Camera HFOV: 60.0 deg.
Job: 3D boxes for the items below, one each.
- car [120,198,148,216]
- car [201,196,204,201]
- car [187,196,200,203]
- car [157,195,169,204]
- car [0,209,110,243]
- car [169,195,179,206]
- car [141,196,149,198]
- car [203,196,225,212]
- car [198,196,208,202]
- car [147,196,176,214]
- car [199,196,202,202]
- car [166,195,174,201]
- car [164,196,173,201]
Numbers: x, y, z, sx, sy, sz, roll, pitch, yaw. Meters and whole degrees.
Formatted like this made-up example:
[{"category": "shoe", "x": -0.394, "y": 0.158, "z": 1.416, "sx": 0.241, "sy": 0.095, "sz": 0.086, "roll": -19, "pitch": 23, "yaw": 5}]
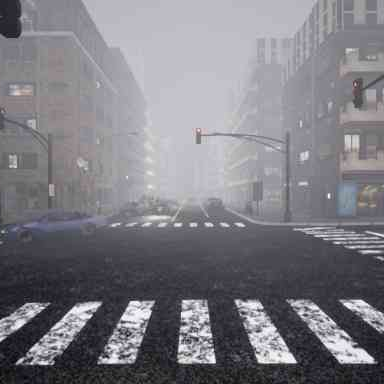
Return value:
[{"category": "car", "x": -5.739, "y": 1.572, "z": 32.221, "sx": 1.947, "sy": 1.339, "sz": 4.313, "roll": 0, "pitch": 0, "yaw": 0}, {"category": "car", "x": 2.623, "y": 1.451, "z": 43.601, "sx": 1.967, "sy": 1.590, "sz": 4.097, "roll": 0, "pitch": 0, "yaw": 0}, {"category": "car", "x": -0.036, "y": 1.529, "z": 70.228, "sx": 2.128, "sy": 1.511, "sz": 4.902, "roll": 0, "pitch": 0, "yaw": 0}, {"category": "car", "x": -5.793, "y": 1.465, "z": 66.316, "sx": 1.967, "sy": 1.590, "sz": 4.097, "roll": 0, "pitch": 0, "yaw": 0}, {"category": "car", "x": -7.010, "y": 1.631, "z": 17.171, "sx": 5.357, "sy": 1.411, "sz": 2.033, "roll": -2, "pitch": 1, "yaw": -40}, {"category": "car", "x": -3.165, "y": 1.617, "z": 53.979, "sx": 1.895, "sy": 1.301, "sz": 4.718, "roll": 0, "pitch": 0, "yaw": 0}, {"category": "car", "x": -5.748, "y": 1.534, "z": 37.734, "sx": 1.752, "sy": 1.417, "sz": 4.829, "roll": 0, "pitch": 0, "yaw": 0}, {"category": "car", "x": 2.632, "y": 1.448, "z": 37.919, "sx": 1.967, "sy": 1.590, "sz": 4.097, "roll": 0, "pitch": 0, "yaw": 0}, {"category": "car", "x": 2.570, "y": 1.585, "z": 77.695, "sx": 2.008, "sy": 1.369, "sz": 4.403, "roll": 0, "pitch": 0, "yaw": 0}, {"category": "car", "x": -3.153, "y": 1.500, "z": 35.206, "sx": 2.128, "sy": 1.511, "sz": 4.902, "roll": 0, "pitch": 0, "yaw": 0}, {"category": "car", "x": 2.606, "y": 1.599, "z": 54.966, "sx": 1.802, "sy": 1.307, "sz": 4.206, "roll": 0, "pitch": 0, "yaw": 0}, {"category": "car", "x": -5.828, "y": 1.595, "z": 89.045, "sx": 2.008, "sy": 1.369, "sz": 4.403, "roll": 0, "pitch": 0, "yaw": 0}, {"category": "car", "x": -5.819, "y": 1.589, "z": 83.362, "sx": 2.008, "sy": 1.369, "sz": 4.403, "roll": 0, "pitch": 0, "yaw": 0}]
